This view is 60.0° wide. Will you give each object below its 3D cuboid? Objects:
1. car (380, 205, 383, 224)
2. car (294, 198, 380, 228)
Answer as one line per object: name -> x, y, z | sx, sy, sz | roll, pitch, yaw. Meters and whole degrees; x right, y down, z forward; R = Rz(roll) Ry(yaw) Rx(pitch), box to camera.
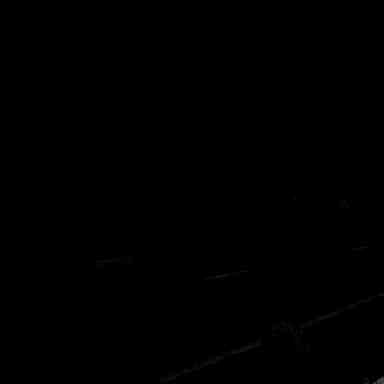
car -> 14.491, 1.890, 28.538 | 2.163, 1.488, 4.792 | 2, -1, -42
car -> 10.410, 1.489, 24.912 | 2.435, 2.045, 5.566 | 1, -1, -41
